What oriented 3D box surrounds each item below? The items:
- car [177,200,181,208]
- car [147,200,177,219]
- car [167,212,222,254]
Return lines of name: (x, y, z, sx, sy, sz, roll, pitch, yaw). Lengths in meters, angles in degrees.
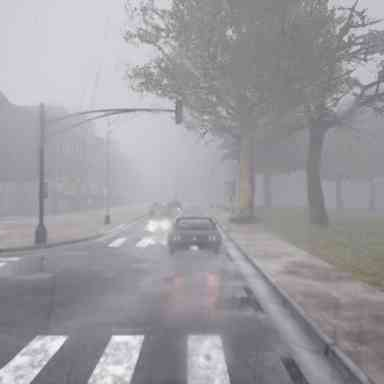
car: (-2.760, 1.964, 55.799, 2.033, 1.411, 5.357, 0, -1, 0)
car: (-2.842, 1.638, 30.499, 2.128, 1.511, 4.902, 0, 0, 0)
car: (0.095, 1.638, 13.620, 1.895, 1.301, 4.718, 0, 0, 0)
